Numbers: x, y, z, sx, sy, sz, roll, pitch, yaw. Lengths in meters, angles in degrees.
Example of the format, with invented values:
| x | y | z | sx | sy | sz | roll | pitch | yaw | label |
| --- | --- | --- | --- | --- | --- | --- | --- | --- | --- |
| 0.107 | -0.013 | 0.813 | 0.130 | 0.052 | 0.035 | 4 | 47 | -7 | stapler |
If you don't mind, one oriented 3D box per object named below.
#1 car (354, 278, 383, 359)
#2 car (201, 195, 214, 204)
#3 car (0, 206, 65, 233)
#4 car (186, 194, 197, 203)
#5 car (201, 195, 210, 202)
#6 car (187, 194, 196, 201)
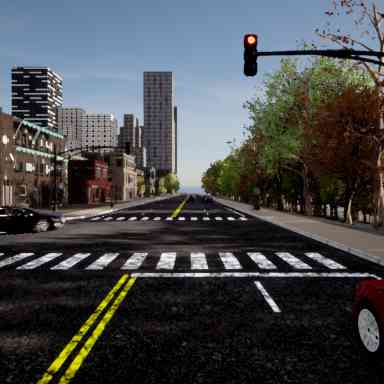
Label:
| x | y | z | sx | sy | sz | roll | pitch | yaw | label |
| --- | --- | --- | --- | --- | --- | --- | --- | --- | --- |
| 3.344 | 1.477 | 2.962 | 1.882 | 1.535 | 5.008 | 0 | 0 | 0 | car |
| 3.216 | 1.523 | 64.989 | 2.033 | 1.411 | 5.357 | 0 | 0 | -1 | car |
| -9.753 | 1.538 | 18.596 | 4.892 | 1.490 | 1.837 | -2 | 1 | -11 | car |
| -0.143 | 1.501 | 66.011 | 1.812 | 1.442 | 4.674 | 0 | 0 | 0 | car |
| 3.090 | 1.470 | 76.322 | 1.837 | 1.490 | 4.892 | 0 | 0 | 0 | car |
| -0.164 | 1.280 | 76.013 | 1.882 | 1.535 | 5.008 | 0 | 0 | 0 | car |
